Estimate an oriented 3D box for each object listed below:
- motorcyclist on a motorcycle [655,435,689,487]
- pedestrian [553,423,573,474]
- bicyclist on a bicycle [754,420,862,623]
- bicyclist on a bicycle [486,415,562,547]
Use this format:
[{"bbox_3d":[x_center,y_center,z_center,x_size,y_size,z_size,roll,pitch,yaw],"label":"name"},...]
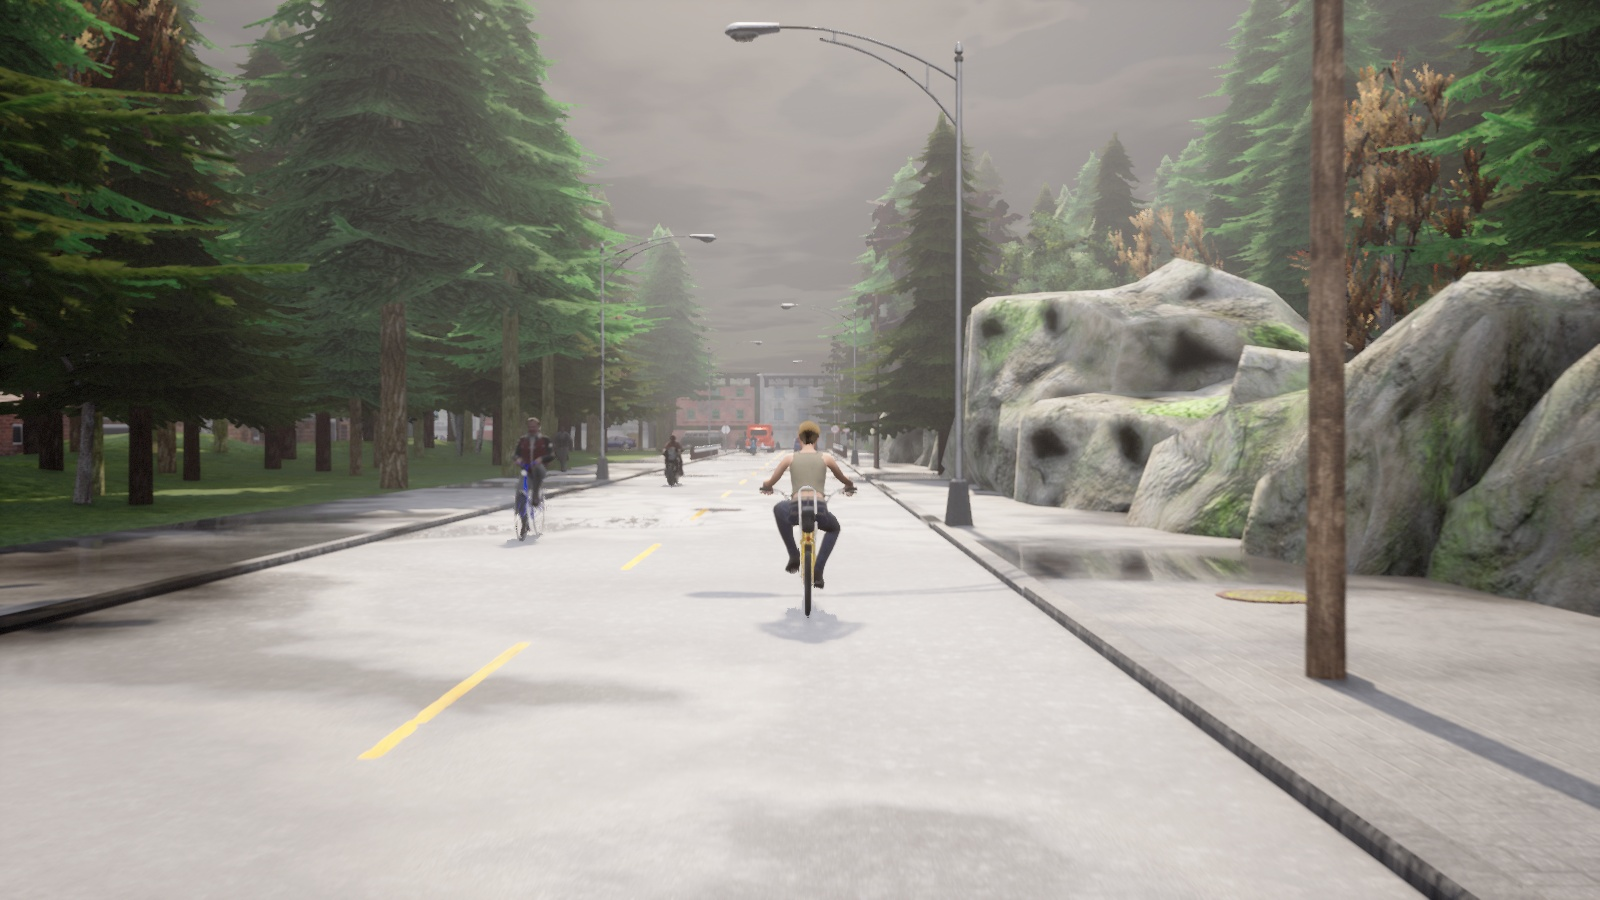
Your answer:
[{"bbox_3d":[-3.779,0.310,37.205,0.797,1.523,2.044,0,0,0],"label":"motorcyclist on a motorcycle"},{"bbox_3d":[-8.831,-0.073,46.784,0.563,1.883,0.849,0,1,1],"label":"pedestrian"},{"bbox_3d":[0.070,0.562,10.771,0.866,1.612,1.509,0,1,1],"label":"bicyclist on a bicycle"},{"bbox_3d":[-3.886,0.414,17.822,0.659,1.776,1.843,0,0,0],"label":"bicyclist on a bicycle"}]
